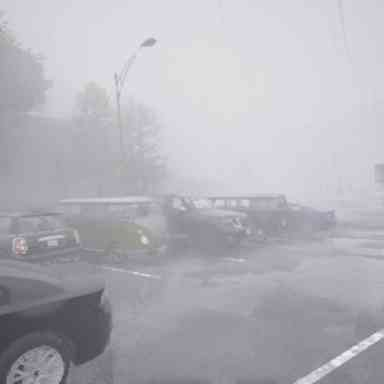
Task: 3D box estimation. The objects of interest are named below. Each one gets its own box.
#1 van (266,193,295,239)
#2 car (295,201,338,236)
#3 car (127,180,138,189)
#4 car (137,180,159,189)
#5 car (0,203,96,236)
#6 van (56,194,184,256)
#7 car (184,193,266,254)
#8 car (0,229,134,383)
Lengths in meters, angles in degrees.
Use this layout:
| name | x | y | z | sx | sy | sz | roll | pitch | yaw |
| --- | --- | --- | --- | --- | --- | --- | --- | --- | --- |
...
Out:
| name | x | y | z | sx | sy | sz | roll | pitch | yaw |
| --- | --- | --- | --- | --- | --- | --- | --- | --- | --- |
| van | 1.950 | 1.054 | 14.797 | 4.442 | 1.987 | 1.878 | -1 | 0 | 34 |
| car | 4.484 | 1.222 | 16.488 | 5.008 | 1.535 | 2.097 | -1 | 0 | 34 |
| car | -9.817 | -1.422 | 61.336 | 2.231 | 1.521 | 4.892 | 0 | 7 | 14 |
| car | -7.378 | -1.268 | 59.655 | 2.163 | 1.488 | 4.792 | 0 | 7 | 15 |
| car | -5.213 | 1.319 | 9.436 | 4.553 | 1.767 | 2.185 | -1 | 0 | 34 |
| van | -2.710 | 1.161 | 11.155 | 4.442 | 1.987 | 1.878 | -1 | 0 | 34 |
| car | -0.354 | 1.082 | 12.963 | 5.566 | 2.045 | 2.435 | -1 | 0 | 34 |
| car | -3.312 | 1.478 | 3.302 | 5.008 | 1.535 | 1.882 | -1 | 1 | -37 |
